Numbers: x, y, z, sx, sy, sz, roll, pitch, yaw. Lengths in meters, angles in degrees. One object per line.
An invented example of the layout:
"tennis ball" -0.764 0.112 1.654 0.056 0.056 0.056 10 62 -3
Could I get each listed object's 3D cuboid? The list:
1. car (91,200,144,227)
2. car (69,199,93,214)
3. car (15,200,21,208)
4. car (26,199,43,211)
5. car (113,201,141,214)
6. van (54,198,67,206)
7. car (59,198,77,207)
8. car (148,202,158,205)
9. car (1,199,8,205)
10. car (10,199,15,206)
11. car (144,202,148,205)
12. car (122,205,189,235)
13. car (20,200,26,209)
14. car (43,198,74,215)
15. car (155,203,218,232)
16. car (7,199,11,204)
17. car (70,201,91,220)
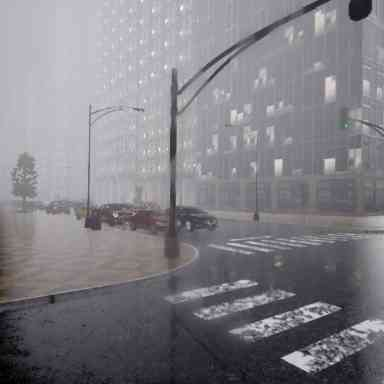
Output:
"car" -5.493 1.575 24.048 1.967 1.590 4.097 1 -1 -35
"car" -11.971 1.817 37.849 2.128 1.511 4.902 1 -1 -35
"car" -28.314 2.062 56.634 1.887 1.381 4.507 1 -1 -35
"car" -21.794 1.959 47.323 2.008 1.369 4.403 1 -1 -35
"car" -8.506 1.974 42.958 1.752 1.417 4.829 1 -1 -35
"van" -27.969 2.117 70.753 1.690 1.788 3.998 1 -1 -35
"car" -24.709 2.036 66.098 2.192 1.841 5.009 1 -1 -35
"car" -5.149 1.833 38.164 1.967 1.590 4.097 1 -1 -35
"car" -41.355 2.287 75.255 2.008 1.369 4.403 1 -1 -35
"car" -31.574 2.123 61.289 2.008 1.369 4.403 1 -1 -35
"car" -6.051 1.731 29.375 1.837 1.490 4.892 1 -1 -35
"car" -2.233 1.662 19.391 1.802 1.307 4.206 1 -1 -35
"car" -25.054 2.029 51.979 1.947 1.339 4.313 1 -1 -35
"car" -15.273 1.739 38.014 1.967 1.590 4.097 1 -1 -35
"car" -0.286 1.634 21.139 1.837 1.490 4.892 1 -1 -33
"car" -34.834 2.209 65.944 1.802 1.307 4.206 1 -1 -35
"car" -8.655 1.713 28.563 1.752 1.417 4.829 1 -1 -35
